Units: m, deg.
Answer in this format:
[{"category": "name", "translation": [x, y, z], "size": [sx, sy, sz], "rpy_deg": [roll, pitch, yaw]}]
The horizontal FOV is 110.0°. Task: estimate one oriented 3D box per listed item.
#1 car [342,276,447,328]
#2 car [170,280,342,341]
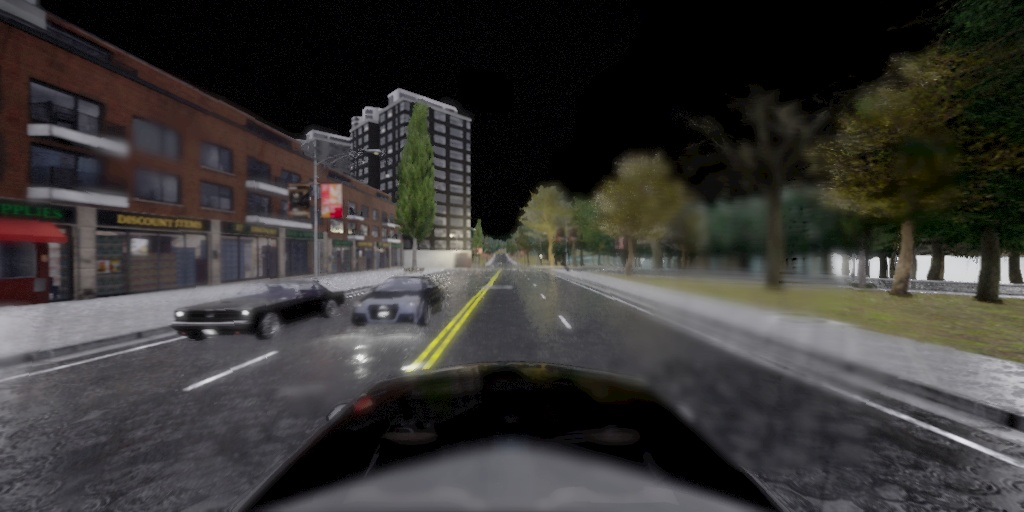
[{"category": "car", "translation": [-3.349, 1.337, 11.384], "size": [1.994, 1.385, 4.181], "rpy_deg": [0, 0, 0]}, {"category": "car", "translation": [-6.600, 1.370, 10.069], "size": [1.895, 1.301, 4.718], "rpy_deg": [0, 0, 0]}]
